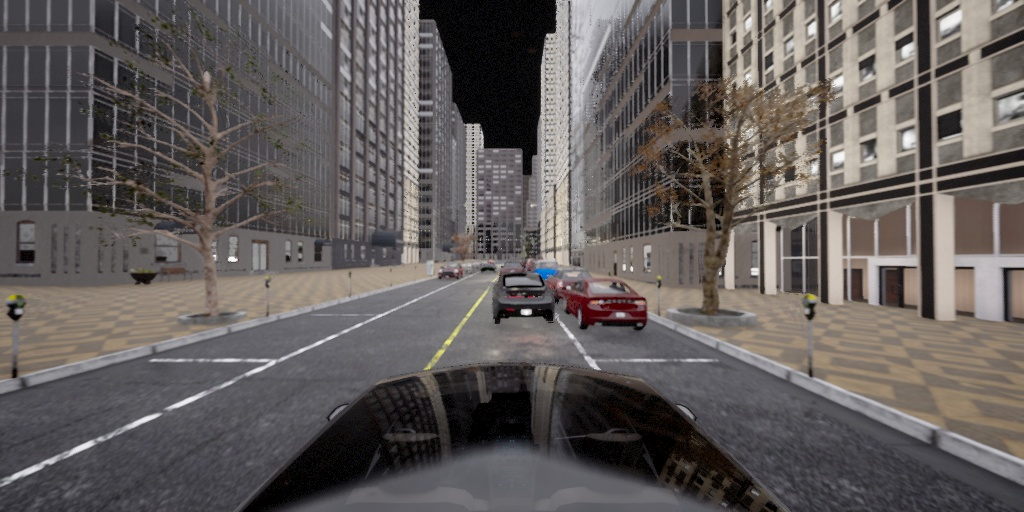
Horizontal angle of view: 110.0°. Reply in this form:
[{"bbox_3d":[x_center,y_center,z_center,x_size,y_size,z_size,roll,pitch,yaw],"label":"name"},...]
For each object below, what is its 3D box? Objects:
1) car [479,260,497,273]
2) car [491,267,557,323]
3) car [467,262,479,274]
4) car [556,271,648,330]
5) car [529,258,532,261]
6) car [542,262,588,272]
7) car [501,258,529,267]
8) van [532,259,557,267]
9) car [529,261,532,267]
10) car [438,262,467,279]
[{"bbox_3d":[-3.015,1.551,46.842,1.895,1.301,4.718,0,0,0],"label":"car"},{"bbox_3d":[0.271,1.304,12.345,1.837,1.490,4.892,0,0,-3],"label":"car"},{"bbox_3d":[-5.685,1.493,44.968,2.007,1.370,4.403,0,0,0],"label":"car"},{"bbox_3d":[2.693,1.338,11.145,1.888,1.381,4.507,0,0,0],"label":"car"},{"bbox_3d":[2.695,1.233,39.352,2.192,1.841,5.009,0,0,0],"label":"car"},{"bbox_3d":[2.693,1.258,16.786,1.967,1.591,4.097,0,0,0],"label":"car"},{"bbox_3d":[0.101,1.232,30.699,2.097,1.767,4.553,0,0,0],"label":"car"},{"bbox_3d":[2.694,1.210,28.068,1.690,1.789,3.998,0,0,0],"label":"van"},{"bbox_3d":[2.694,1.444,33.710,2.007,1.370,4.403,0,0,0],"label":"car"},{"bbox_3d":[-5.686,1.334,33.683,1.967,1.591,4.097,0,0,0],"label":"car"}]
